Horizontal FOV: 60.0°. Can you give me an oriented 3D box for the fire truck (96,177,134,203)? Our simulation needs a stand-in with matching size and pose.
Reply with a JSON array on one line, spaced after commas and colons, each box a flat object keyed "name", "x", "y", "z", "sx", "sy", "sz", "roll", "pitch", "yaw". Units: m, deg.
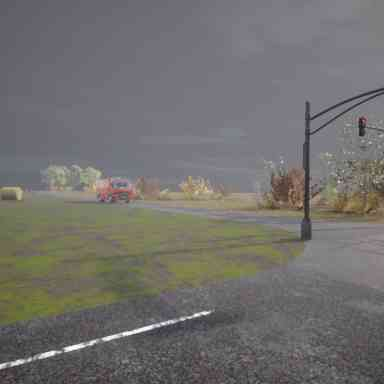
[{"name": "fire truck", "x": -11.764, "y": -0.355, "z": 50.031, "sx": 2.891, "sy": 3.827, "sz": 8.468, "roll": 1, "pitch": 0, "yaw": -32}]
